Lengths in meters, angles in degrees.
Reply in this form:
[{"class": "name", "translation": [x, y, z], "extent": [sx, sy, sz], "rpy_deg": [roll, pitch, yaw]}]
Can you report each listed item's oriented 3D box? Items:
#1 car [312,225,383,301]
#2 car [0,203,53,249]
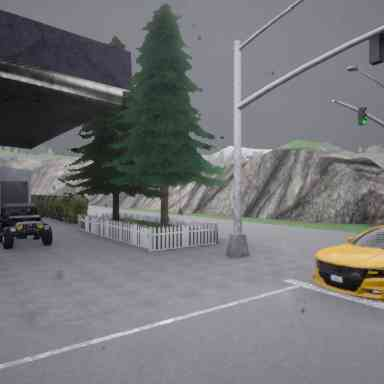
[{"class": "car", "translation": [5.012, 1.524, 7.882], "extent": [5.008, 1.535, 1.882], "rpy_deg": [2, -2, -31]}, {"class": "car", "translation": [-8.041, 1.505, 15.808], "extent": [1.905, 1.878, 3.866], "rpy_deg": [0, 0, -37]}]
